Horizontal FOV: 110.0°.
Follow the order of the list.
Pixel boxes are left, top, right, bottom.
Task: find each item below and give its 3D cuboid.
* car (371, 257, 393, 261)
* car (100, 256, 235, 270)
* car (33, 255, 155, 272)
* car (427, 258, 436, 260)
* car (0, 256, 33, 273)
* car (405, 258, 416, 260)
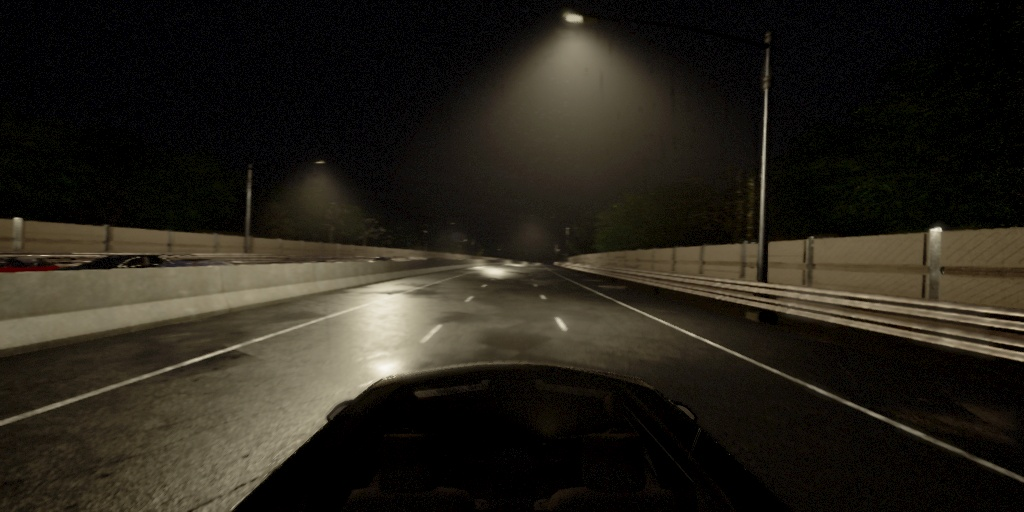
[{"bbox_3d":[-20.102,0.821,55.643,2.033,1.411,5.357,2,0,3],"label":"car"},{"bbox_3d":[-14.271,0.842,16.073,2.033,1.411,5.357,2,0,1],"label":"car"},{"bbox_3d":[-17.755,0.682,16.504,1.837,1.490,4.892,2,0,1],"label":"car"},{"bbox_3d":[-13.020,1.054,57.343,1.812,1.442,4.674,2,0,3],"label":"car"},{"bbox_3d":[-21.282,0.655,14.739,1.895,1.301,4.718,2,0,1],"label":"car"},{"bbox_3d":[-16.515,1.010,57.418,1.895,1.301,4.718,2,0,3],"label":"car"}]
